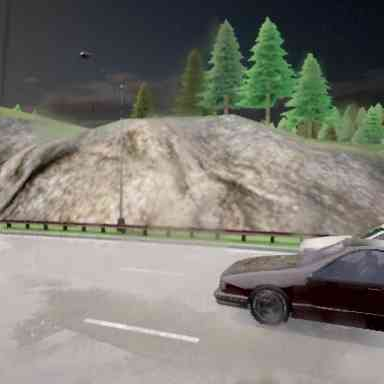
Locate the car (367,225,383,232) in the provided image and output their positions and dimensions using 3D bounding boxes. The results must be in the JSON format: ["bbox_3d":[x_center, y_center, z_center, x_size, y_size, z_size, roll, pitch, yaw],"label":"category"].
[{"bbox_3d":[5.213,1.532,8.511,4.674,1.442,1.812,1,0,24],"label":"car"}]

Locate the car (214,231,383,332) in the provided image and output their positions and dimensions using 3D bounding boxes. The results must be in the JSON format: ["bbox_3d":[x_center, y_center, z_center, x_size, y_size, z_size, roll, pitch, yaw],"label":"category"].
[{"bbox_3d":[3.149,1.550,5.683,5.357,1.411,2.033,0,0,23],"label":"car"}]
